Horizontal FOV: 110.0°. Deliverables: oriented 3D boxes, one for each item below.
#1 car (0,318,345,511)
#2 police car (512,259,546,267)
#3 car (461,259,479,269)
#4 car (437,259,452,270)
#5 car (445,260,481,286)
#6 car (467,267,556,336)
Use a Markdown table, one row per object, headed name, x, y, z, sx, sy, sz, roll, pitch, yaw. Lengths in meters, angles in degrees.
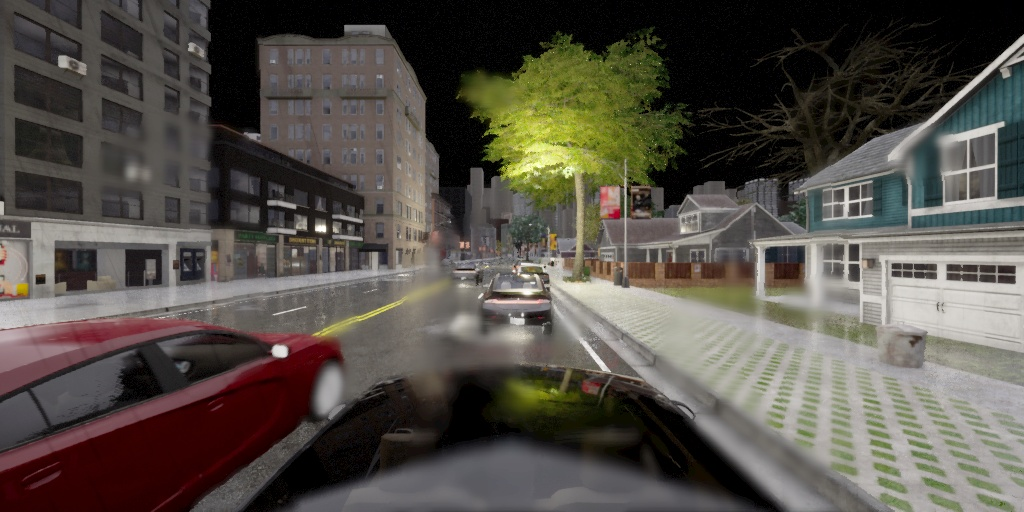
| name | x | y | z | sx | sy | sz | roll | pitch | yaw |
| --- | --- | --- | --- | --- | --- | --- | --- | --- | --- |
| car | -3.145 | 1.228 | 2.770 | 1.882 | 1.535 | 5.008 | 0 | 0 | 0 |
| police car | 1.059 | 1.164 | 20.633 | 1.930 | 1.638 | 5.238 | 0 | 0 | 0 |
| car | -6.350 | 1.253 | 55.059 | 2.033 | 1.411 | 5.357 | 0 | 0 | 0 |
| car | -9.615 | 1.214 | 52.547 | 1.837 | 1.490 | 4.892 | 0 | 0 | 0 |
| car | -3.044 | 1.224 | 25.271 | 2.128 | 1.511 | 4.902 | 0 | 0 | 0 |
| car | 0.138 | 1.238 | 10.384 | 2.128 | 1.511 | 4.902 | 0 | 0 | 0 |
